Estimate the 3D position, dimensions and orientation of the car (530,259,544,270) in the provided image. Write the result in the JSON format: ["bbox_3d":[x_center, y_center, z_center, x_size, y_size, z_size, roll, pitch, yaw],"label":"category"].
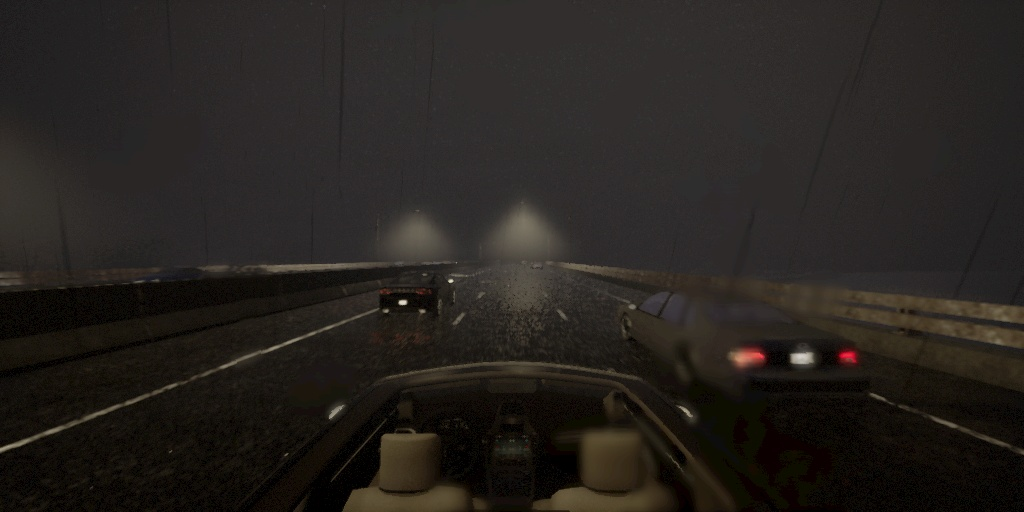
[{"bbox_3d":[4.585,1.697,63.977,2.033,1.649,4.856,0,-1,2],"label":"car"}]

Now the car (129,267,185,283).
[{"bbox_3d":[-20.974,1.399,22.446,1.812,1.442,4.674,0,0,1],"label":"car"}]

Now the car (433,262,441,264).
[{"bbox_3d":[-12.989,1.791,62.656,1.994,1.385,4.181,0,-1,3],"label":"car"}]

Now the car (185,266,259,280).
[{"bbox_3d":[-17.467,1.373,22.924,2.128,1.511,4.902,0,0,1],"label":"car"}]

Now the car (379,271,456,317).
[{"bbox_3d":[-3.363,1.306,13.579,1.882,1.535,5.008,0,0,0],"label":"car"}]

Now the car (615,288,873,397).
[{"bbox_3d":[3.605,1.338,6.954,2.033,1.411,5.357,0,0,0],"label":"car"}]

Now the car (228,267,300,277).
[{"bbox_3d":[-13.992,1.475,21.412,1.895,1.301,4.718,0,0,1],"label":"car"}]
